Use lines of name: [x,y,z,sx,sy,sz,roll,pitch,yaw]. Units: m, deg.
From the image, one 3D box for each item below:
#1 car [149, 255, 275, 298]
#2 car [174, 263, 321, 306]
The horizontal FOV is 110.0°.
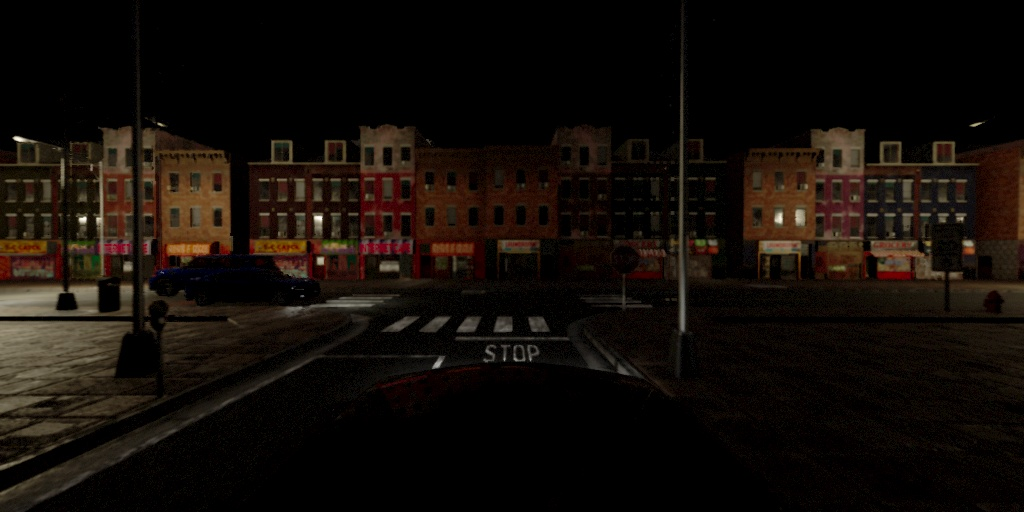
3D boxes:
car: [-14.860,0.952,18.210,5.566,2.045,2.150,0,1,-2]
car: [-10.751,1.233,15.095,5.008,1.535,1.882,0,1,0]
